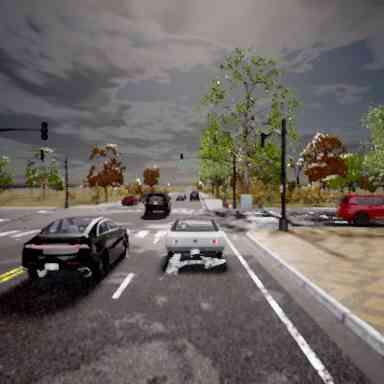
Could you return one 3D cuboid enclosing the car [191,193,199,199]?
[{"bbox_3d":[0.757,1.113,86.257,2.128,1.511,4.902,0,0,1],"label":"car"}]

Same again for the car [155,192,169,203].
[{"bbox_3d":[-6.065,0.991,67.569,2.150,2.045,5.566,0,1,1],"label":"car"}]

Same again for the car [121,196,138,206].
[{"bbox_3d":[-9.655,1.310,51.667,1.882,1.535,5.008,0,0,1],"label":"car"}]

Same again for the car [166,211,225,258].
[{"bbox_3d":[0.101,1.564,12.599,1.895,1.301,4.718,0,0,0],"label":"car"}]

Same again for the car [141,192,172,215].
[{"bbox_3d":[-3.232,1.092,32.260,2.150,2.045,5.566,0,0,0],"label":"car"}]

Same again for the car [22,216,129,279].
[{"bbox_3d":[-3.150,1.461,9.894,2.128,1.511,4.902,0,0,0],"label":"car"}]

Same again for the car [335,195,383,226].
[{"bbox_3d":[12.829,1.208,22.758,5.566,2.045,2.150,0,1,7],"label":"car"}]

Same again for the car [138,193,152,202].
[{"bbox_3d":[-9.330,1.128,66.981,2.097,1.767,4.553,0,0,1],"label":"car"}]

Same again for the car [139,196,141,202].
[{"bbox_3d":[-6.404,1.380,51.834,2.033,1.411,5.357,0,0,1],"label":"car"}]

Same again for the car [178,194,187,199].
[{"bbox_3d":[-2.492,1.139,86.313,1.994,1.385,4.181,0,0,1],"label":"car"}]

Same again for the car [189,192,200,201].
[{"bbox_3d":[0.579,0.958,75.869,2.150,2.045,5.566,0,0,1],"label":"car"}]

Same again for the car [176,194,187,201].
[{"bbox_3d":[-2.663,1.325,76.310,1.895,1.301,4.718,0,0,1],"label":"car"}]
